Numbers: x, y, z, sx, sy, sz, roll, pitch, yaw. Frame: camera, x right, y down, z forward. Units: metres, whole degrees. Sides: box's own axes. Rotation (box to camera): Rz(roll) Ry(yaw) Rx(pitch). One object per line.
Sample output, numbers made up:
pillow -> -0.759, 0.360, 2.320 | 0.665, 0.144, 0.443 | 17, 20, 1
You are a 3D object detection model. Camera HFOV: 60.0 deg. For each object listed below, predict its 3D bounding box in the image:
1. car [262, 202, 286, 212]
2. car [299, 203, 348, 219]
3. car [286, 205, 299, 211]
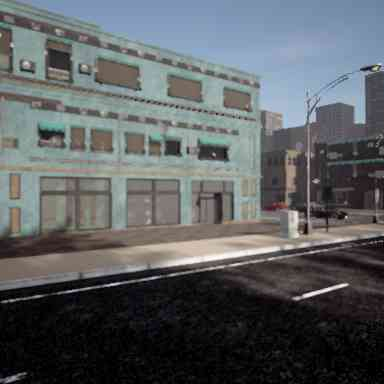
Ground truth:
car -> 12.430, 2.219, 49.990 | 1.802, 1.307, 4.206 | -1, 0, -35
car -> 13.551, 2.060, 33.753 | 1.947, 1.339, 4.313 | -1, 0, -35
car -> 15.640, 2.125, 45.480 | 2.008, 1.369, 4.403 | -1, 0, -35
